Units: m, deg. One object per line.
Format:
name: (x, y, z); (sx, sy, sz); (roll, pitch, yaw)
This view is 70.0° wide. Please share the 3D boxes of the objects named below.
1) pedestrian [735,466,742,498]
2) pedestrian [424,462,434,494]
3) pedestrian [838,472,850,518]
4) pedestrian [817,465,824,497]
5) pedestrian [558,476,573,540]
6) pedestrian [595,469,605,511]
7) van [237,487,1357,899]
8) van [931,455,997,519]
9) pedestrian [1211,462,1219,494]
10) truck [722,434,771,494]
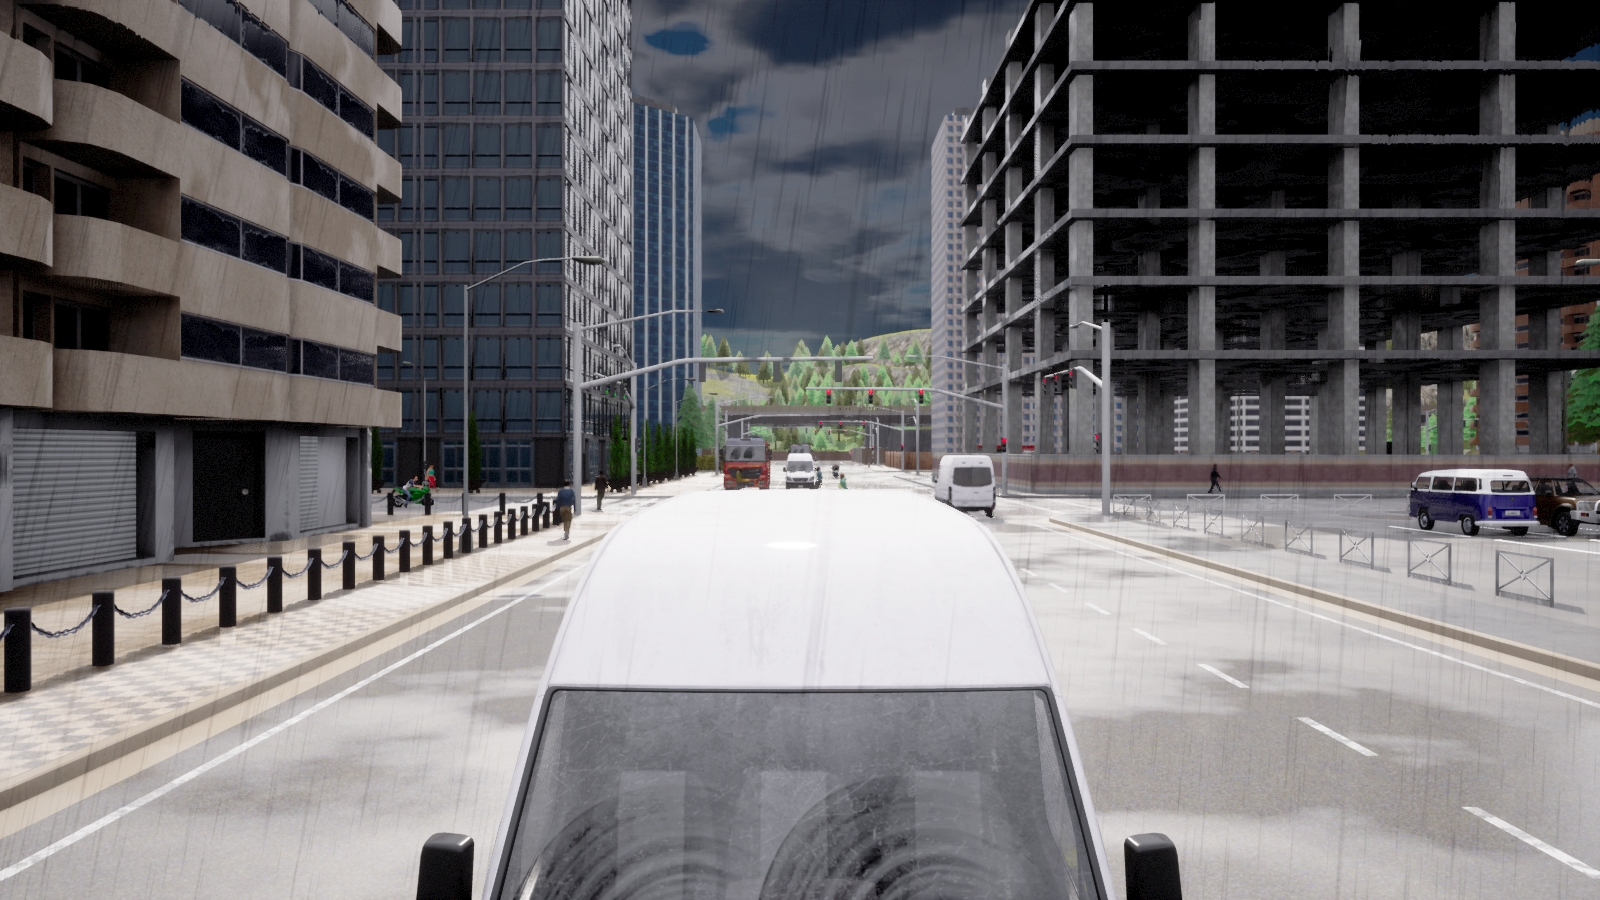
pedestrian: (-3.573, 1.848, 66.753); (0.375, 1.860, 0.375); (0, 0, 3)
pedestrian: (-21.524, 1.641, 66.264); (0.375, 1.860, 0.375); (0, 0, 11)
pedestrian: (1.792, 1.835, 46.539); (0.375, 1.860, 0.375); (0, 0, -11)
pedestrian: (1.209, 1.849, 67.804); (0.375, 1.860, 0.375); (0, 0, -7)
pedestrian: (-6.864, 1.697, 33.474); (0.375, 1.860, 0.375); (0, 0, -3)
pedestrian: (-9.019, 1.805, 51.606); (0.375, 1.860, 0.375); (0, 0, 2)
van: (-0.002, 1.534, 4.985); (1.988, 2.561, 5.915); (0, 0, 0)
van: (6.998, 1.510, 49.234); (1.988, 2.561, 5.915); (0, 0, 0)
pedestrian: (24.170, 1.641, 66.533); (0.375, 1.860, 0.375); (0, 0, -1)
truck: (-3.496, 0.891, 77.013); (2.891, 3.827, 8.468); (0, 0, 0)
